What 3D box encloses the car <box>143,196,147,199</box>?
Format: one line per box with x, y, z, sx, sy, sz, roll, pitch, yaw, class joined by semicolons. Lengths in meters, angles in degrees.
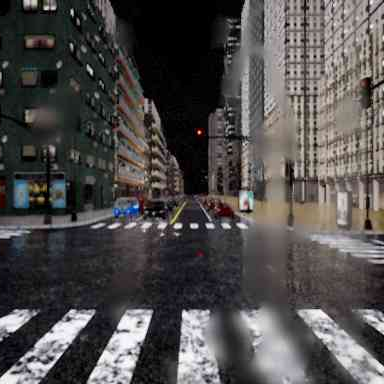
-5.662;1.345;34.486;2.192;1.841;5.009;0;0;0;car

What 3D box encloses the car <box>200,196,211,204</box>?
2.736;1.623;67.646;2.008;1.369;4.403;0;0;0;car

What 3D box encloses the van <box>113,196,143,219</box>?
-5.665;1.365;28.958;1.690;1.788;3.998;0;0;0;van

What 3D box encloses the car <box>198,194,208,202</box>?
2.747;1.415;84.229;2.192;1.841;5.009;0;0;0;car

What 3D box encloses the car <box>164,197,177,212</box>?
-3.067;1.635;38.779;1.895;1.301;4.718;0;0;0;car

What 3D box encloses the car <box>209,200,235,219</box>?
2.714;1.606;28.952;1.802;1.307;4.206;0;0;0;car

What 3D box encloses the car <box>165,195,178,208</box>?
-3.065;1.610;49.837;1.994;1.385;4.181;0;0;0;car

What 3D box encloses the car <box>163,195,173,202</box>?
-5.638;1.531;78.707;1.967;1.590;4.097;0;0;0;car

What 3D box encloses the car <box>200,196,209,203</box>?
2.739;1.626;73.174;1.887;1.381;4.507;0;0;0;car

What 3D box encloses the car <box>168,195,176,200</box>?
-5.630;1.687;95.290;1.947;1.339;4.313;0;0;0;car

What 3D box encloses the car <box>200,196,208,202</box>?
2.742;1.673;78.701;1.802;1.307;4.206;0;0;0;car

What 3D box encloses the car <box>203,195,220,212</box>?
2.722;1.476;40.008;1.967;1.590;4.097;0;0;0;car

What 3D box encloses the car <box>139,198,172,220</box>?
-3.074;1.529;28.909;1.837;1.490;4.892;0;0;0;car

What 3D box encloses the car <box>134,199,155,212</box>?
-5.660;1.580;40.014;1.887;1.381;4.507;0;0;0;car

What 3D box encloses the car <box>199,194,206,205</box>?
2.730;1.496;56.591;1.967;1.590;4.097;0;0;0;car
